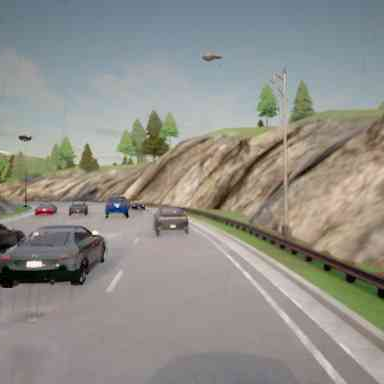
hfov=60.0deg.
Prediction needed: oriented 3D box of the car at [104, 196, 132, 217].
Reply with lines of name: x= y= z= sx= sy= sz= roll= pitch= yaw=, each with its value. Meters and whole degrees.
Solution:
car: x=-7.644 y=1.411 z=33.536 sx=2.150 sy=2.045 sz=5.566 roll=0 pitch=0 yaw=-15

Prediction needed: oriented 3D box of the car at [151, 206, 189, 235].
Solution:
car: x=-1.329 y=1.567 z=19.534 sx=2.128 sy=1.511 sz=4.902 roll=-1 pitch=0 yaw=-8

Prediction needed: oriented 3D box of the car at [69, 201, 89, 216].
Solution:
car: x=-12.426 y=1.744 z=36.554 sx=2.128 sy=1.511 sz=4.902 roll=0 pitch=0 yaw=-17

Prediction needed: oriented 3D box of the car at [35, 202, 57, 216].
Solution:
car: x=-16.408 y=1.864 z=37.522 sx=1.994 sy=1.385 sz=4.181 roll=0 pitch=0 yaw=-18

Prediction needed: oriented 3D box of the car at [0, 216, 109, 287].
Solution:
car: x=-3.769 y=1.636 z=9.644 sx=1.994 sy=1.385 sz=4.181 roll=-1 pitch=0 yaw=-4

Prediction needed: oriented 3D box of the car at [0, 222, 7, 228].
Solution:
car: x=-7.418 y=1.644 z=11.434 sx=1.812 sy=1.442 sz=4.674 roll=0 pitch=0 yaw=-5

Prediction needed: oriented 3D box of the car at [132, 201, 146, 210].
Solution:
car: x=-7.766 y=1.830 z=45.782 sx=1.895 sy=1.301 sz=4.718 roll=-1 pitch=0 yaw=-20
